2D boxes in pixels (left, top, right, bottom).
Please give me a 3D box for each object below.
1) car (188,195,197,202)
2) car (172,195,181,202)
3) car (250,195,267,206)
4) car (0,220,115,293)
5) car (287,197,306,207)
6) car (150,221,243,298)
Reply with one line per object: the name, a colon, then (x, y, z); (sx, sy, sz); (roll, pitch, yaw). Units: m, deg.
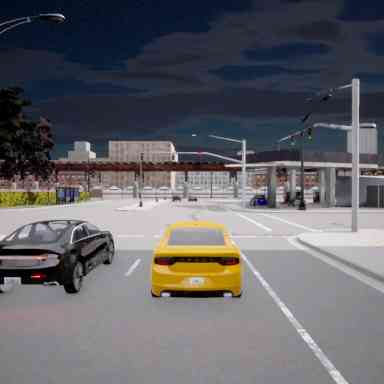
car: (0.157, 1.446, 73.522); (1.994, 1.385, 4.181); (0, 0, 0)
car: (-3.342, 1.386, 73.529); (1.837, 1.490, 4.892); (0, 0, 0)
car: (9.816, 1.253, 48.826); (2.242, 1.667, 4.611); (0, 0, 0)
car: (-3.399, 1.474, 8.770); (2.128, 1.511, 4.902); (0, 0, 0)
car: (15.562, 1.425, 49.576); (1.970, 1.475, 3.806); (0, 0, 0)
car: (0.100, 1.468, 8.553); (1.882, 1.535, 5.008); (0, 0, 0)
